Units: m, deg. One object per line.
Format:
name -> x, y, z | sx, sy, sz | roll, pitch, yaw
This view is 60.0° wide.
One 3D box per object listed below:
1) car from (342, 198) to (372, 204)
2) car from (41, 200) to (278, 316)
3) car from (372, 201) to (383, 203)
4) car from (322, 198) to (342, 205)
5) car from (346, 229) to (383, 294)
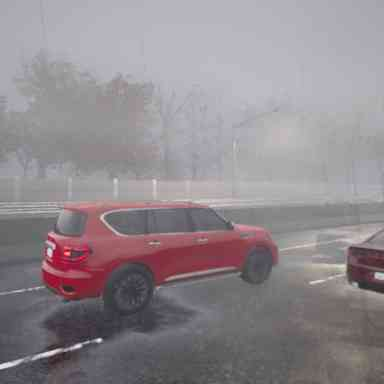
car -> 20.434, 1.425, 40.044 | 4.181, 1.385, 1.994 | 0, 0, -35
car -> -0.451, 1.207, 7.723 | 5.566, 2.045, 2.150 | 0, 0, -35
car -> 22.701, 1.366, 37.360 | 4.892, 1.490, 1.837 | 0, 0, -35
car -> 18.738, 1.424, 43.130 | 4.181, 1.385, 1.994 | 0, 0, -35
car -> 5.619, 1.445, 7.754 | 5.008, 1.535, 1.882 | 0, 0, -36
